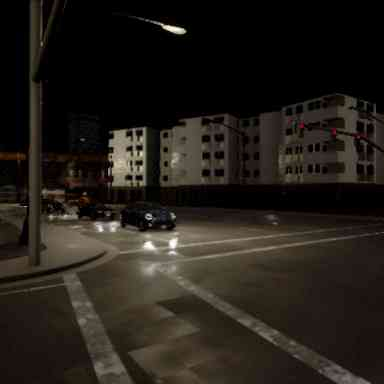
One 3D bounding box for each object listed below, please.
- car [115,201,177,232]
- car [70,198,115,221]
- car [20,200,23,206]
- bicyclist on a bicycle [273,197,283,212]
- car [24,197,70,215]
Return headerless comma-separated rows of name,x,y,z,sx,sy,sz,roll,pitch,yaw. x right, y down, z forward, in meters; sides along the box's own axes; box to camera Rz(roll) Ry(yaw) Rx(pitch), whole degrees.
car,-2.793,1.400,20.726,2.097,1.767,4.553,0,0,-33
car,-8.135,1.542,28.064,2.128,1.511,4.902,0,0,-39
car,-26.353,1.545,55.742,5.008,1.535,1.882,0,0,11
bicyclist on a bicycle,9.810,1.437,37.777,1.656,1.620,0.582,0,0,-35
car,-15.265,1.399,35.040,4.553,1.767,2.097,0,0,36
